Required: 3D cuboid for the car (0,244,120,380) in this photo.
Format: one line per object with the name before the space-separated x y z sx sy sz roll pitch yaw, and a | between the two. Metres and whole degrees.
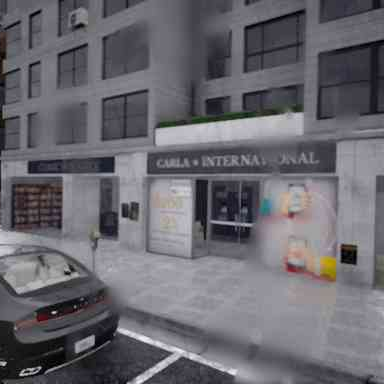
car | -3.009 1.488 5.093 4.403 1.369 2.008 1 1 35
